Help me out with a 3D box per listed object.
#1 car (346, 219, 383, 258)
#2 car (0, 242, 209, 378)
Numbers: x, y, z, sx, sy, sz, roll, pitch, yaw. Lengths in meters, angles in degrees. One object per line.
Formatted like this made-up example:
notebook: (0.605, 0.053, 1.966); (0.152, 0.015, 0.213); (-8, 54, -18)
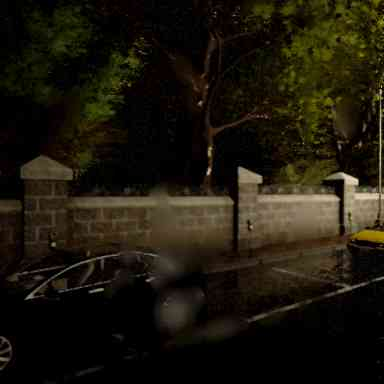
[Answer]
car: (7.356, 1.505, 11.810); (4.829, 1.417, 1.752); (0, 1, -36)
car: (-1.754, 1.548, 5.303); (4.403, 1.369, 2.008); (0, 0, -36)
